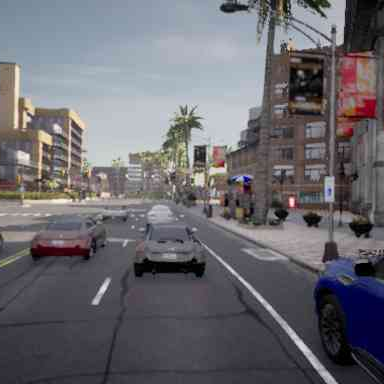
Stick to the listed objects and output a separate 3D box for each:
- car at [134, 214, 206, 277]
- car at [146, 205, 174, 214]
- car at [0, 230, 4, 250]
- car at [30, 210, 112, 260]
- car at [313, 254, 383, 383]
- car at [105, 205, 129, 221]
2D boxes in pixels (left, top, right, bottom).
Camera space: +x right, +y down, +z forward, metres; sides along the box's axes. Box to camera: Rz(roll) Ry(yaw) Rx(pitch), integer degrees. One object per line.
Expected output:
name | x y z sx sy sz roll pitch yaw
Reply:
car | -0.741 1.630 10.546 1.994 1.385 4.181 1 0 -5
car | -2.235 1.661 23.469 1.812 1.442 4.674 1 0 -7
car | -7.730 1.515 10.460 1.994 1.385 4.181 1 -1 -6
car | -4.456 1.583 12.562 1.994 1.385 4.181 1 0 -6
car | 2.957 1.289 2.818 2.150 2.045 5.566 1 0 0
car | -6.321 1.702 27.889 1.895 1.301 4.718 1 0 -7
